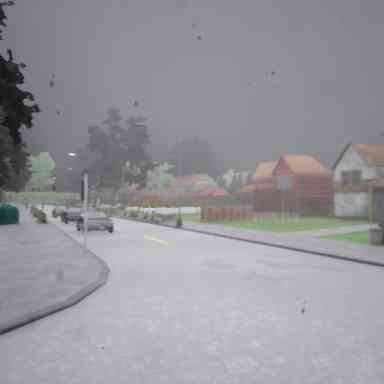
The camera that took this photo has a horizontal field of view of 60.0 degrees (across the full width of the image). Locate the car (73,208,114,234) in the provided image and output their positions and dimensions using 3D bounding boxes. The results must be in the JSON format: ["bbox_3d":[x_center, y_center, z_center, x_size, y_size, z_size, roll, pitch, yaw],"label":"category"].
[{"bbox_3d":[-6.745,2.032,23.007,1.812,1.442,4.674,1,-1,-27],"label":"car"}]

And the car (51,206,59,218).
[{"bbox_3d":[-16.117,2.428,41.131,1.812,1.442,4.674,1,-1,-27],"label":"car"}]

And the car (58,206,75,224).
[{"bbox_3d":[-11.412,2.228,32.003,1.812,1.442,4.674,1,-1,-28],"label":"car"}]
